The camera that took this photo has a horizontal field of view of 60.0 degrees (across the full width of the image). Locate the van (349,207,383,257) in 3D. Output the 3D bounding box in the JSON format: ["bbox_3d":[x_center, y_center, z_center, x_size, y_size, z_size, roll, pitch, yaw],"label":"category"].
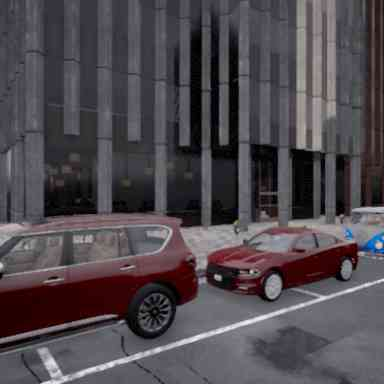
[{"bbox_3d":[6.971,1.402,11.628,3.998,1.788,1.690,0,0,-36],"label":"van"}]

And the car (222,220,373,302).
[{"bbox_3d":[2.382,1.578,8.352,4.507,1.381,1.887,0,0,-36],"label":"car"}]

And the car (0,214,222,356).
[{"bbox_3d":[-2.206,1.320,5.079,5.009,1.841,2.192,0,0,-36],"label":"car"}]
